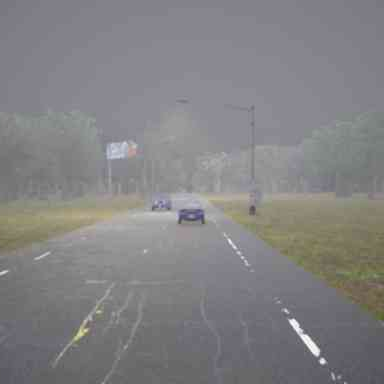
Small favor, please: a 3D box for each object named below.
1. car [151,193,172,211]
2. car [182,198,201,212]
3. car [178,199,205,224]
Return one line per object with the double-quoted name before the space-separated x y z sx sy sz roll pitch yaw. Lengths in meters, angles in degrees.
"car" -3.564 1.115 39.846 2.150 2.045 5.566 0 0 0
"car" -0.010 1.455 38.435 2.033 1.411 5.357 0 1 0
"car" -0.018 1.465 24.878 1.882 1.535 5.008 0 0 0
